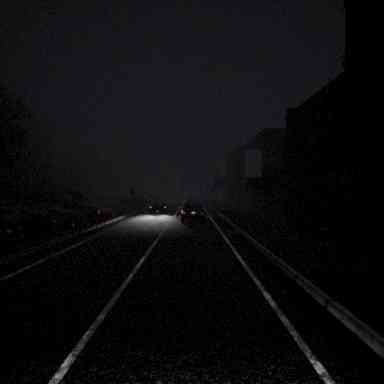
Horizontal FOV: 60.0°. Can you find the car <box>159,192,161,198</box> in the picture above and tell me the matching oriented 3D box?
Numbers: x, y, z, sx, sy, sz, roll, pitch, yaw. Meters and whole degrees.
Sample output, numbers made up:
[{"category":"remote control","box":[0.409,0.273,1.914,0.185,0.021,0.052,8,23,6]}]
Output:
[{"category":"car","box":[-9.354,1.275,67.910,5.008,1.535,2.097,0,0,0]}]

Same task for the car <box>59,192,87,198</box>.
[{"category":"car","box":[-21.944,1.167,59.468,4.553,1.767,2.185,0,0,0]}]

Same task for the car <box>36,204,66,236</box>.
[{"category":"car","box":[-9.342,1.517,16.671,4.892,1.521,2.231,0,0,0]}]

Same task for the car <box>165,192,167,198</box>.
[{"category":"car","box":[-9.271,1.254,82.052,4.674,1.452,2.002,0,1,0]}]

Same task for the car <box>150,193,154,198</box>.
[{"category":"car","box":[-9.415,1.341,56.608,4.674,1.452,2.002,0,0,0]}]

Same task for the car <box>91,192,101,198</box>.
[{"category":"car","box":[-21.933,1.274,67.940,4.892,1.521,2.231,0,0,0]}]

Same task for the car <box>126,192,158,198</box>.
[{"category":"car","box":[-9.566,1.285,62.260,5.366,1.575,1.946,0,0,0]}]

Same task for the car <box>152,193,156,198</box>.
[{"category":"car","box":[-9.399,1.334,59.433,4.674,1.452,2.002,0,0,0]}]

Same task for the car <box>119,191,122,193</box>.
[{"category":"car","box":[-21.840,1.136,87.728,4.792,1.488,2.163,0,1,0]}]

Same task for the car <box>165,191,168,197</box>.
[{"category":"car","box":[-9.250,1.203,84.886,4.674,1.452,2.002,0,1,0]}]

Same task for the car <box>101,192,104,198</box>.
[{"category":"car","box":[-21.881,1.297,70.638,4.792,1.488,2.163,0,0,0]}]

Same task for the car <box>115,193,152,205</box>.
[{"category":"car","box":[-9.457,1.337,53.781,4.792,1.488,2.163,0,0,0]}]

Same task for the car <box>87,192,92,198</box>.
[{"category":"car","box":[-21.955,1.286,62.168,5.008,1.535,2.097,0,0,0]}]

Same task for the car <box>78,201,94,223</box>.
[{"category":"car","box":[-9.334,1.554,22.238,4.674,1.452,2.002,0,0,0]}]

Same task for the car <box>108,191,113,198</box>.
[{"category":"car","box":[-21.849,1.003,76.285,5.566,2.045,2.435,0,0,0]}]

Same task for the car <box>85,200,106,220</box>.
[{"category":"car","box":[-9.353,1.543,25.021,4.792,1.488,2.163,0,0,0]}]

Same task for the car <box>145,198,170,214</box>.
[{"category":"car","box":[-3.365,1.568,34.857,1.895,1.301,4.718,0,0,0]}]

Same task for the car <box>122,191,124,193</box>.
[{"category":"car","box":[-21.761,0.927,90.421,4.553,1.767,2.185,0,1,0]}]

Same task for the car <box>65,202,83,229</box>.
[{"category":"car","box":[-9.311,1.545,19.455,4.792,1.488,2.163,0,0,0]}]

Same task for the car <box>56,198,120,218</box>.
[{"category":"car","box":[-9.130,1.509,27.804,5.366,1.575,1.946,0,0,0]}]

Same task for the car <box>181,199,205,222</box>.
[{"category":"car","box":[0.086,1.526,26.031,2.033,1.411,5.357,0,0,0]}]

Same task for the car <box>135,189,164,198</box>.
[{"category":"car","box":[-9.304,1.017,70.735,5.566,2.045,2.435,0,0,0]}]

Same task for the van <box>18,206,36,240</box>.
[{"category":"van","box":[-9.240,1.291,13.764,4.442,1.987,1.878,0,0,0]}]

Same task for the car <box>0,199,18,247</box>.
[{"category":"car","box":[-9.336,1.267,11.105,5.566,2.045,2.435,0,0,0]}]

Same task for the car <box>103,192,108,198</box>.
[{"category":"car","box":[-21.864,1.290,73.462,4.792,1.488,2.163,0,0,0]}]

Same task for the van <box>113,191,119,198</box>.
[{"category":"van","box":[-21.707,0.937,84.896,4.442,1.987,1.878,0,1,0]}]

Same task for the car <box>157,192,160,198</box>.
[{"category":"car","box":[-9.359,1.281,65.085,5.008,1.535,2.097,0,0,0]}]

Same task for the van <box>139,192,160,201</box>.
[{"category":"van","box":[-9.433,1.036,73.561,4.442,1.987,1.878,0,0,0]}]

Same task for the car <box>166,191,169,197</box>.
[{"category":"car","box":[-9.231,1.107,87.710,5.008,1.535,2.097,0,1,0]}]

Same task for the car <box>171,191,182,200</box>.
[{"category":"car","box":[-3.226,1.071,77.139,1.882,1.535,5.008,0,1,0]}]
